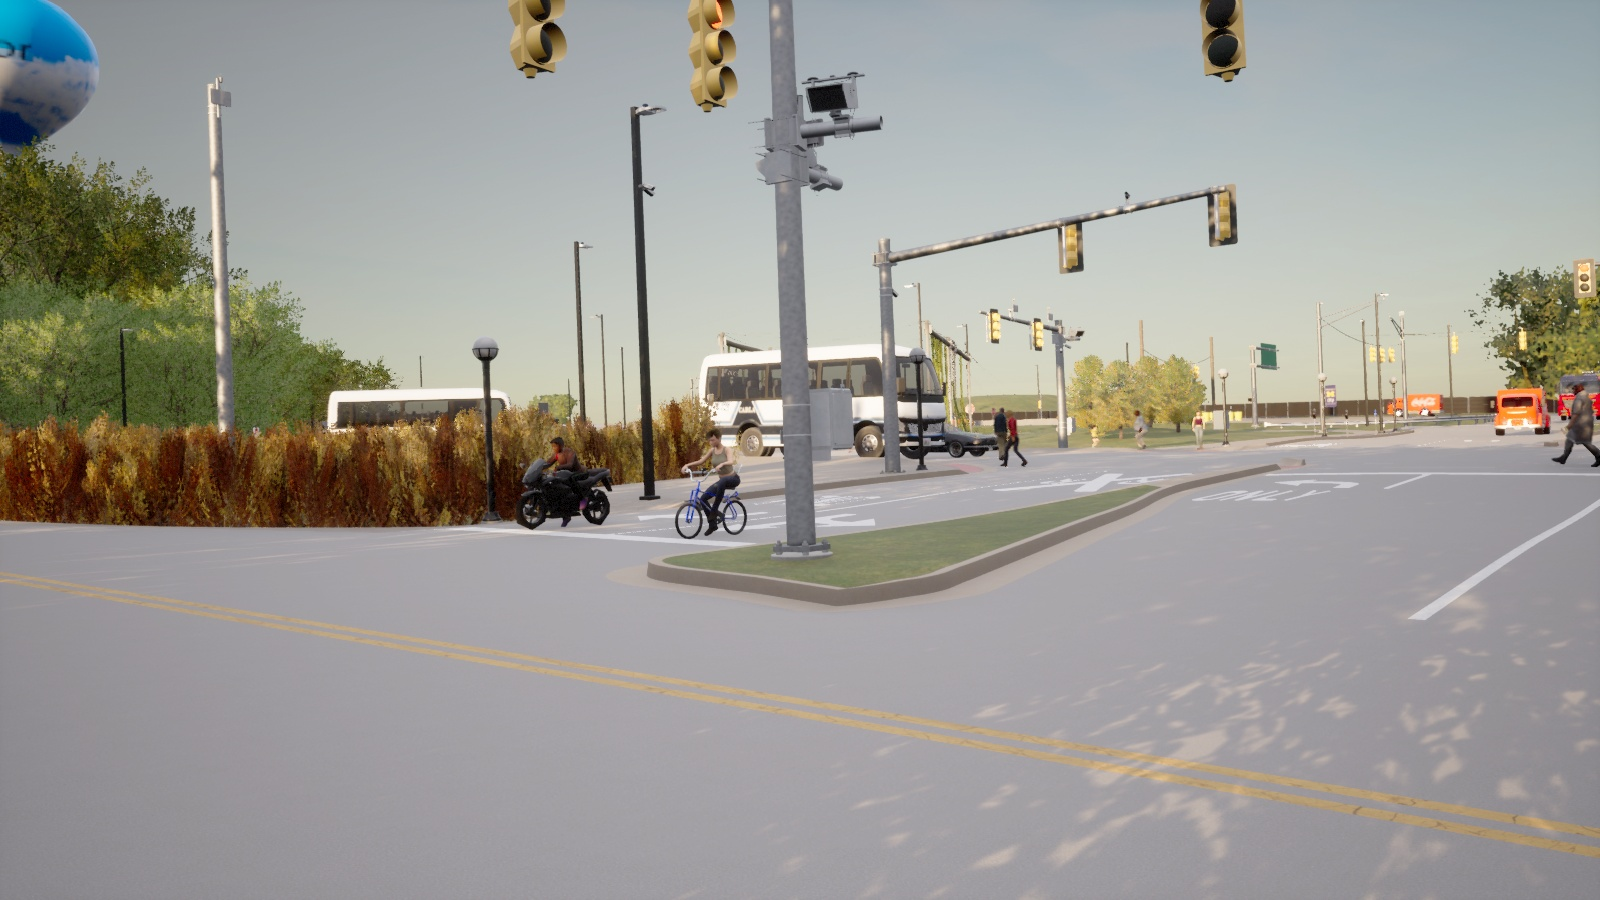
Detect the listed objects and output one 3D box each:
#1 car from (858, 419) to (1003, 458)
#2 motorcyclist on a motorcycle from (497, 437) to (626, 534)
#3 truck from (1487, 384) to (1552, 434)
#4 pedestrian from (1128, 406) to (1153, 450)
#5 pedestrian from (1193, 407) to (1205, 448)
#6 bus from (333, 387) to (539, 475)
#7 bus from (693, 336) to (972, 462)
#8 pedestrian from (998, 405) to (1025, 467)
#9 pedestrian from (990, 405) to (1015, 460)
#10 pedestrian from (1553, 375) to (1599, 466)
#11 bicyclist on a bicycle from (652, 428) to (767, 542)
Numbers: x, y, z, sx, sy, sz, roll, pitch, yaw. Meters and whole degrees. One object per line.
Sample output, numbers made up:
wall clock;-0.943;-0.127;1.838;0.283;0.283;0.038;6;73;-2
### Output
car;5.067;-0.437;49.106;5.357;1.411;2.033;0;1;37
motorcyclist on a motorcycle;-3.959;0.559;20.983;0.797;1.523;2.044;-1;0;39
truck;38.311;-2.179;66.803;2.627;2.467;5.204;-2;0;34
pedestrian;14.933;-0.950;55.087;0.900;1.855;0.874;-2;0;7
pedestrian;17.911;-1.009;56.375;0.345;1.836;0.594;-2;0;10
bus;-19.738;-1.115;68.382;10.273;4.253;3.944;-3;3;-18
bus;1.025;-1.756;47.453;10.273;4.253;3.944;0;1;41
pedestrian;6.424;-0.429;38.183;0.636;1.846;0.331;-3;0;39
pedestrian;6.874;-0.603;42.634;0.402;1.842;0.726;-3;0;45
pedestrian;17.258;-0.643;27.727;0.873;1.952;0.659;-3;0;45
bicyclist on a bicycle;-1.328;0.497;18.664;0.866;1.612;1.509;-1;0;41
